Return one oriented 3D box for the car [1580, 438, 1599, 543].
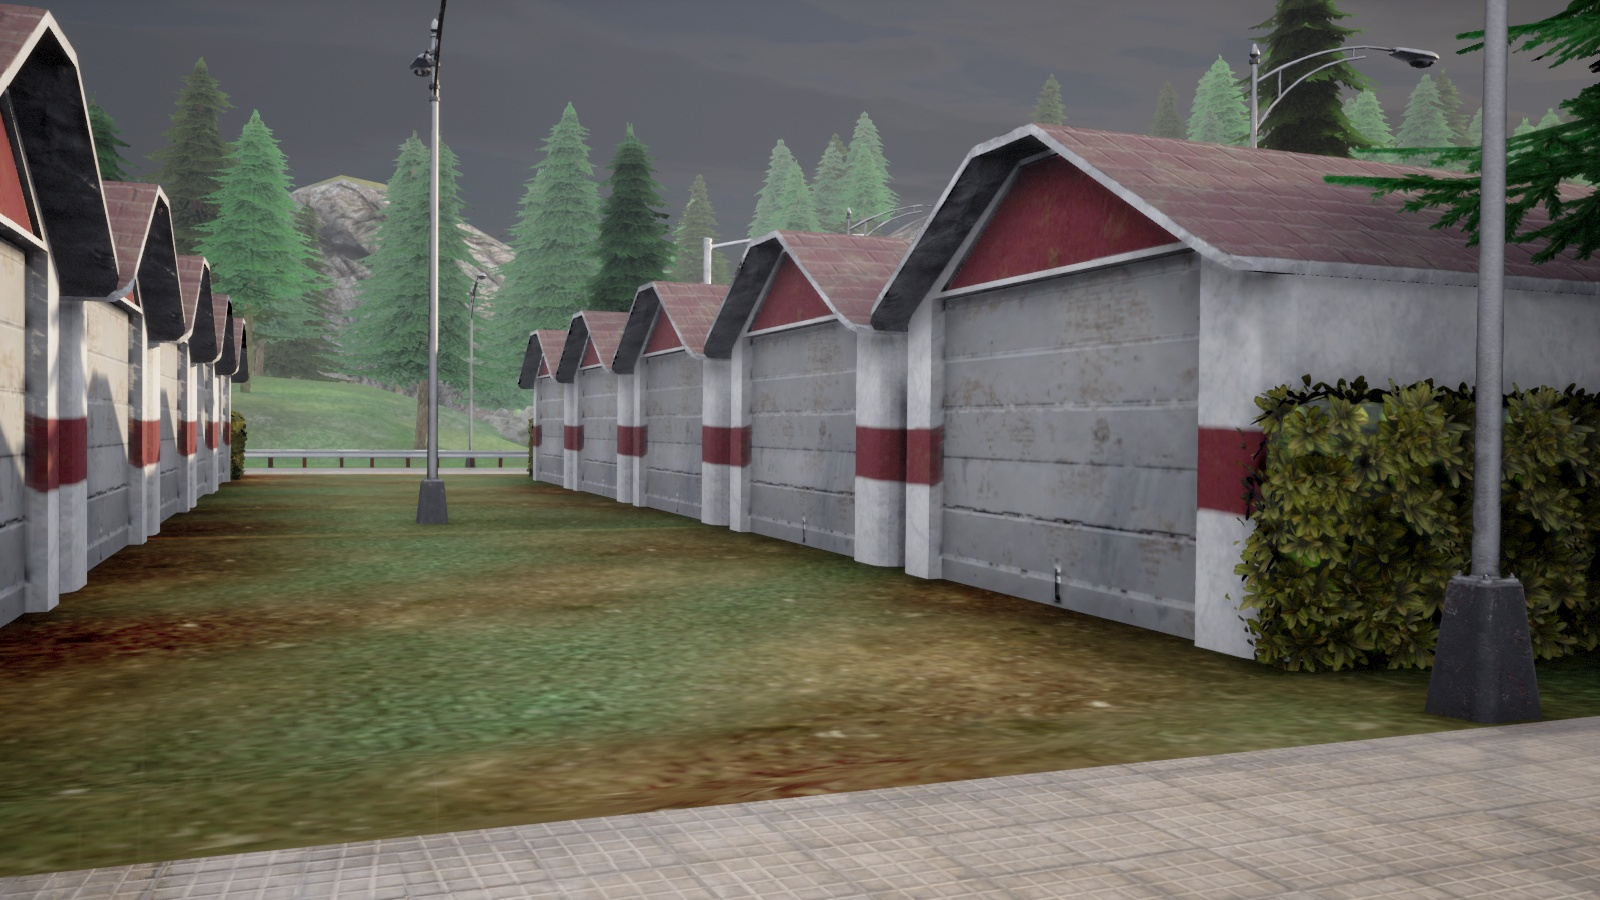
[{"bbox_3d":[13.030,0.590,16.237,1.837,1.490,4.892,-1,1,-21],"label":"car"}]
